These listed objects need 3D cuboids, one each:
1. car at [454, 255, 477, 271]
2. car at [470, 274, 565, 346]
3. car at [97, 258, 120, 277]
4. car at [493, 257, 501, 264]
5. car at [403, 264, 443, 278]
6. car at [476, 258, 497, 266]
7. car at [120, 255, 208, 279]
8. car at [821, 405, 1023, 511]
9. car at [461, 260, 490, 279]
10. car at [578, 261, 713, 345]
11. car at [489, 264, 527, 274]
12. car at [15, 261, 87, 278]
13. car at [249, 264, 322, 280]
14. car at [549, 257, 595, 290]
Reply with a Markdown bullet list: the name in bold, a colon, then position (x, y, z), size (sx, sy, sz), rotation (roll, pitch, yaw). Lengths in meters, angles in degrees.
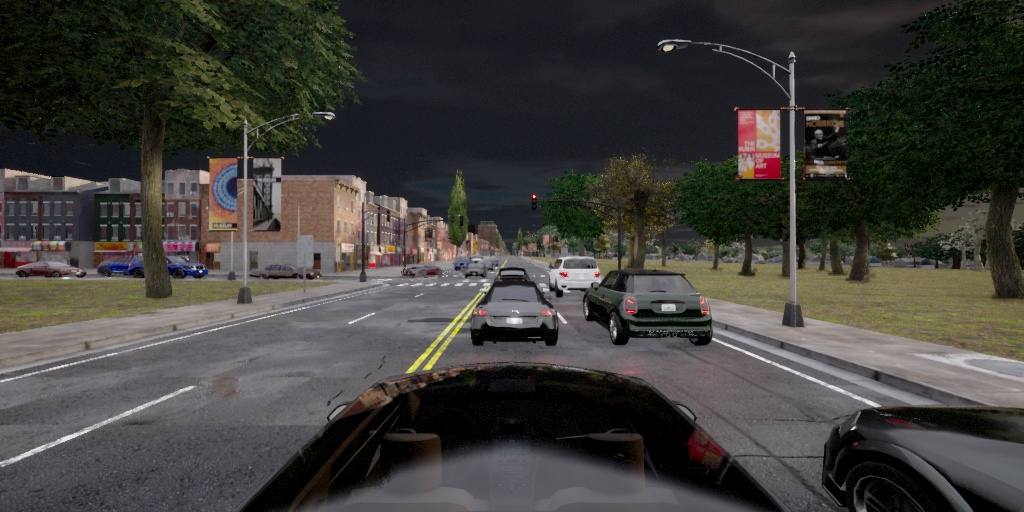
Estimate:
- **car**: position (-6.674, 1.058, 50.133), size (2.150, 2.045, 5.566), rotation (0, 1, 0)
- **car**: position (0.063, 1.332, 9.497), size (1.994, 1.385, 4.181), rotation (0, 0, 0)
- **car**: position (-35.518, 0.940, 33.864), size (5.566, 2.045, 2.150), rotation (0, 0, 0)
- **car**: position (-3.403, 1.276, 65.052), size (1.994, 1.385, 4.181), rotation (0, 0, 0)
- **car**: position (-8.887, 1.464, 36.220), size (1.994, 1.385, 4.181), rotation (-1, 0, 31)
- **car**: position (-3.421, 1.351, 48.746), size (1.837, 1.490, 4.892), rotation (0, 0, 0)
- **car**: position (-29.607, 0.964, 30.927), size (5.566, 2.045, 2.150), rotation (0, 0, 0)
- **car**: position (3.341, 1.314, 0.966), size (1.994, 1.385, 4.181), rotation (0, 0, 0)
- **car**: position (-3.399, 1.393, 34.398), size (1.837, 1.490, 4.892), rotation (0, -1, 0)
- **car**: position (3.315, 1.121, 9.693), size (2.097, 1.767, 4.553), rotation (0, 0, 0)
- **car**: position (0.018, 1.331, 18.409), size (1.837, 1.490, 4.892), rotation (0, 0, 0)
- **car**: position (-39.734, 1.194, 30.927), size (4.674, 1.442, 1.812), rotation (0, 0, 0)
- **car**: position (-19.419, 1.383, 30.892), size (5.357, 1.411, 2.033), rotation (1, 0, -3)
- **car**: position (3.268, 1.054, 19.407), size (2.150, 2.045, 5.566), rotation (0, 0, 0)
